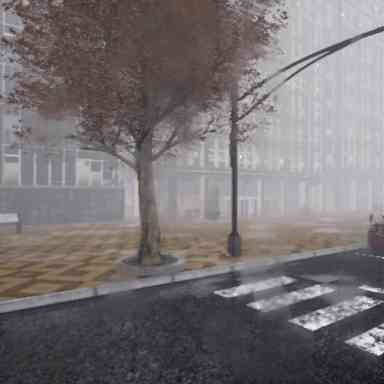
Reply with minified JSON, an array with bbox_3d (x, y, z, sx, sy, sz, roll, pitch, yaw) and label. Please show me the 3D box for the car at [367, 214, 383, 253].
[{"bbox_3d":[8.884,1.398,12.922,5.009,1.841,2.192,0,0,-36],"label":"car"}]
